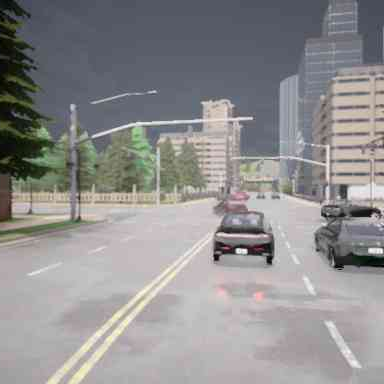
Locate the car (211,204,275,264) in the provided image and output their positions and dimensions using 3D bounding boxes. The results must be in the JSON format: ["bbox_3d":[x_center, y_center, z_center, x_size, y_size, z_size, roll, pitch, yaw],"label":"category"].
[{"bbox_3d":[1.838,1.411,11.566,2.128,1.511,4.902,0,0,11],"label":"car"}]

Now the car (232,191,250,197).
[{"bbox_3d":[9.268,0.785,62.561,2.150,2.045,5.566,0,0,12],"label":"car"}]

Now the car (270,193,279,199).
[{"bbox_3d":[21.838,0.971,88.134,2.033,1.411,5.357,0,0,12],"label":"car"}]

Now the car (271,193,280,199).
[{"bbox_3d":[19.907,1.085,78.988,1.895,1.301,4.718,0,0,12],"label":"car"}]

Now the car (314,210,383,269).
[{"bbox_3d":[5.247,1.508,10.766,1.994,1.385,4.181,0,1,11],"label":"car"}]

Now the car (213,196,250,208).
[{"bbox_3d":[3.149,1.325,27.924,1.812,1.442,4.674,1,0,-14],"label":"car"}]

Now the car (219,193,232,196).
[{"bbox_3d":[5.847,1.103,63.323,1.994,1.385,4.181,0,0,12],"label":"car"}]

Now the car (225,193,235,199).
[{"bbox_3d":[9.073,0.992,78.503,1.994,1.385,4.181,0,0,12],"label":"car"}]

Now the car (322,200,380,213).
[{"bbox_3d":[11.696,1.365,24.370,4.902,1.511,2.128,0,0,-27],"label":"car"}]

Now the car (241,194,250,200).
[{"bbox_3d":[12.489,1.059,77.740,1.895,1.301,4.718,0,0,12],"label":"car"}]

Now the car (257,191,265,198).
[{"bbox_3d":[18.409,0.763,88.826,2.097,1.767,4.553,0,0,12],"label":"car"}]

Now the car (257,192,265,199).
[{"bbox_3d":[16.684,1.013,80.667,1.994,1.385,4.181,0,0,12],"label":"car"}]
